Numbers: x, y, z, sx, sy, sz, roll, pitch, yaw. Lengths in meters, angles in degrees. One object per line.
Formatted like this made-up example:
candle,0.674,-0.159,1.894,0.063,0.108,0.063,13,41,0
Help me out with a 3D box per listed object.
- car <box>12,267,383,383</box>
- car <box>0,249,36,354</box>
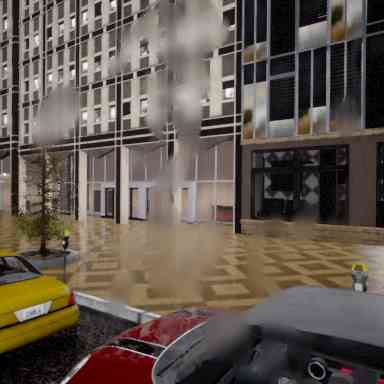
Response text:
car,0.822,1.440,2.278,4.097,1.590,1.967,0,1,36
car,-3.943,1.524,5.678,4.829,1.417,1.752,0,1,36
